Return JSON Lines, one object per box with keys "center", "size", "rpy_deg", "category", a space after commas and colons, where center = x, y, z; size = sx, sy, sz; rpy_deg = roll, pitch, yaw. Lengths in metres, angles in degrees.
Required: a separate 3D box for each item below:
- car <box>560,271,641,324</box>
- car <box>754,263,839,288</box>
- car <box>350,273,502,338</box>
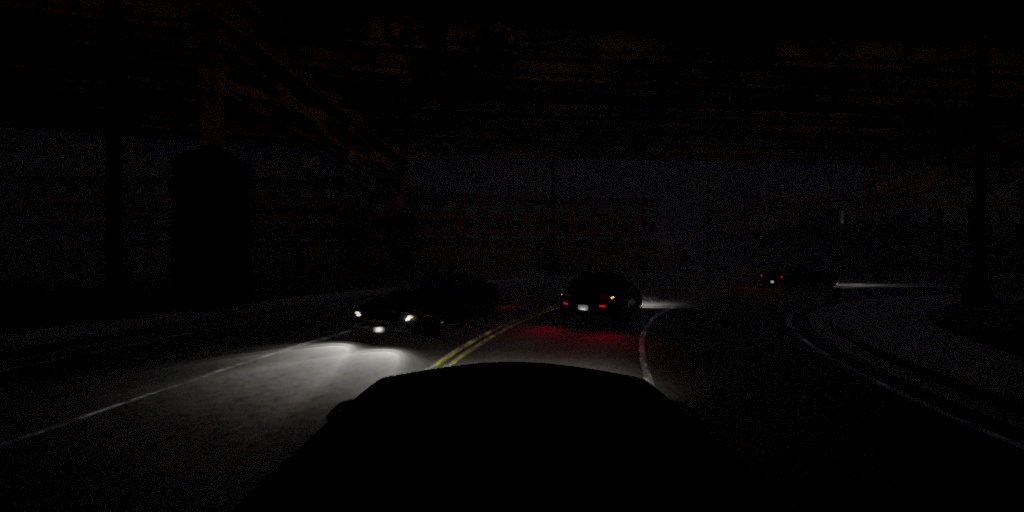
{"center": [3.002, 1.225, 11.840], "size": [1.812, 1.442, 4.674], "rpy_deg": [0, 1, 27], "category": "car"}
{"center": [18.471, 1.325, 23.114], "size": [4.718, 1.301, 1.895], "rpy_deg": [0, 1, -16], "category": "car"}
{"center": [-2.009, 1.222, 10.358], "size": [2.033, 1.411, 5.357], "rpy_deg": [0, 0, 20], "category": "car"}
